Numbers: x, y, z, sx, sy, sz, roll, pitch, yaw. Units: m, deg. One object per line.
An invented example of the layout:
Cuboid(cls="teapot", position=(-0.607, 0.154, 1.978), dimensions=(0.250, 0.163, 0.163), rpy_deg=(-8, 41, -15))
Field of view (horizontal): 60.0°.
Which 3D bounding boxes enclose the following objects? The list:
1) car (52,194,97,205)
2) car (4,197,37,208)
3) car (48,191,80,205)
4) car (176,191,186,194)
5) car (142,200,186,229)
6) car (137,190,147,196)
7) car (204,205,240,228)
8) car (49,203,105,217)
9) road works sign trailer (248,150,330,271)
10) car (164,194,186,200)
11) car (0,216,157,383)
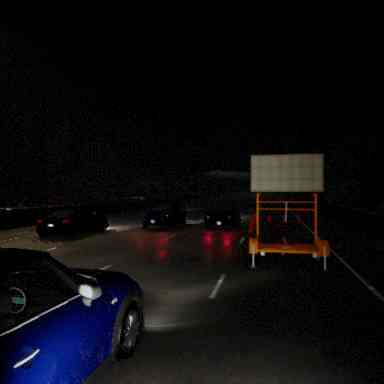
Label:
Cuboid(cls="car", position=(-12.640, 1.285, 36.626), dimensions=(2.128, 1.511, 4.902), rpy_deg=(0, 1, 13))
Cuboid(cls="car", position=(-21.992, 1.300, 42.805), dimensions=(1.994, 1.385, 4.181), rpy_deg=(0, 1, 13))
Cuboid(cls="car", position=(-17.565, 0.897, 46.444), dimensions=(2.150, 2.045, 5.566), rpy_deg=(0, 1, 13))
Cuboid(cls="car", position=(-2.753, 0.508, 79.202), dimensions=(1.812, 1.442, 4.674), rpy_deg=(0, 1, 13))
Cuboid(cls="car", position=(-1.676, 1.449, 20.933), dimensions=(1.812, 1.442, 4.674), rpy_deg=(0, 0, 13))
Cuboid(cls="car", position=(-12.520, 0.400, 83.582), dimensions=(1.837, 1.490, 4.892), rpy_deg=(0, 1, 13))
Cuboid(cls="car", position=(2.116, 1.513, 21.807), dimensions=(1.895, 1.301, 4.718), rpy_deg=(0, 0, 13))
Cuboid(cls="car", position=(-6.083, 1.515, 17.385), dimensions=(1.994, 1.385, 4.181), rpy_deg=(0, 0, 13))
Cuboid(cls="road works sign trailer", position=(3.102, 0.441, 10.968), dimensions=(2.380, 3.560, 2.880), rpy_deg=(0, 0, 13))
Cuboid(cls="car", position=(-1.942, 1.288, 35.406), dimensions=(1.837, 1.490, 4.892), rpy_deg=(0, 0, 13))
Cuboid(cls="car", position=(-2.129, 1.349, 3.335), dimensions=(2.097, 1.767, 4.553), rpy_deg=(0, 0, 13))
